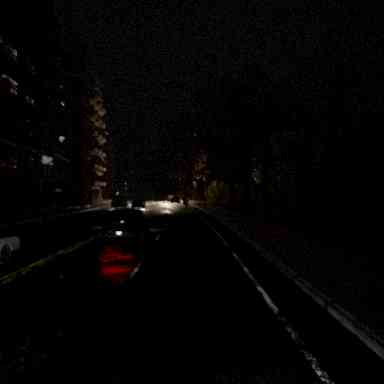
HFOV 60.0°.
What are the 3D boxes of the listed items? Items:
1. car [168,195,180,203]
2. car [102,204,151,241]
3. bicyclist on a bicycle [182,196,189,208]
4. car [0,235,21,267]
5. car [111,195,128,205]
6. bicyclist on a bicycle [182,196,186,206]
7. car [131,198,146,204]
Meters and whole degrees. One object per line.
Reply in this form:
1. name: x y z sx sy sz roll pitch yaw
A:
1. car: -3.956 1.835 77.268 1.882 1.535 5.008 0 0 -6
2. car: -3.318 1.593 17.302 1.837 1.490 4.892 0 0 -1
3. bicyclist on a bicycle: -0.856 1.686 52.518 0.866 1.612 1.509 0 1 -4
4. car: -6.641 1.647 8.928 1.895 1.301 4.718 0 0 -1
5. car: -11.710 1.486 54.062 2.150 2.045 5.566 0 0 -4
6. bicyclist on a bicycle: -1.486 1.657 60.575 0.659 1.776 1.843 0 0 -5
7. car: -8.294 1.730 51.707 1.882 1.535 5.008 0 -1 -4
